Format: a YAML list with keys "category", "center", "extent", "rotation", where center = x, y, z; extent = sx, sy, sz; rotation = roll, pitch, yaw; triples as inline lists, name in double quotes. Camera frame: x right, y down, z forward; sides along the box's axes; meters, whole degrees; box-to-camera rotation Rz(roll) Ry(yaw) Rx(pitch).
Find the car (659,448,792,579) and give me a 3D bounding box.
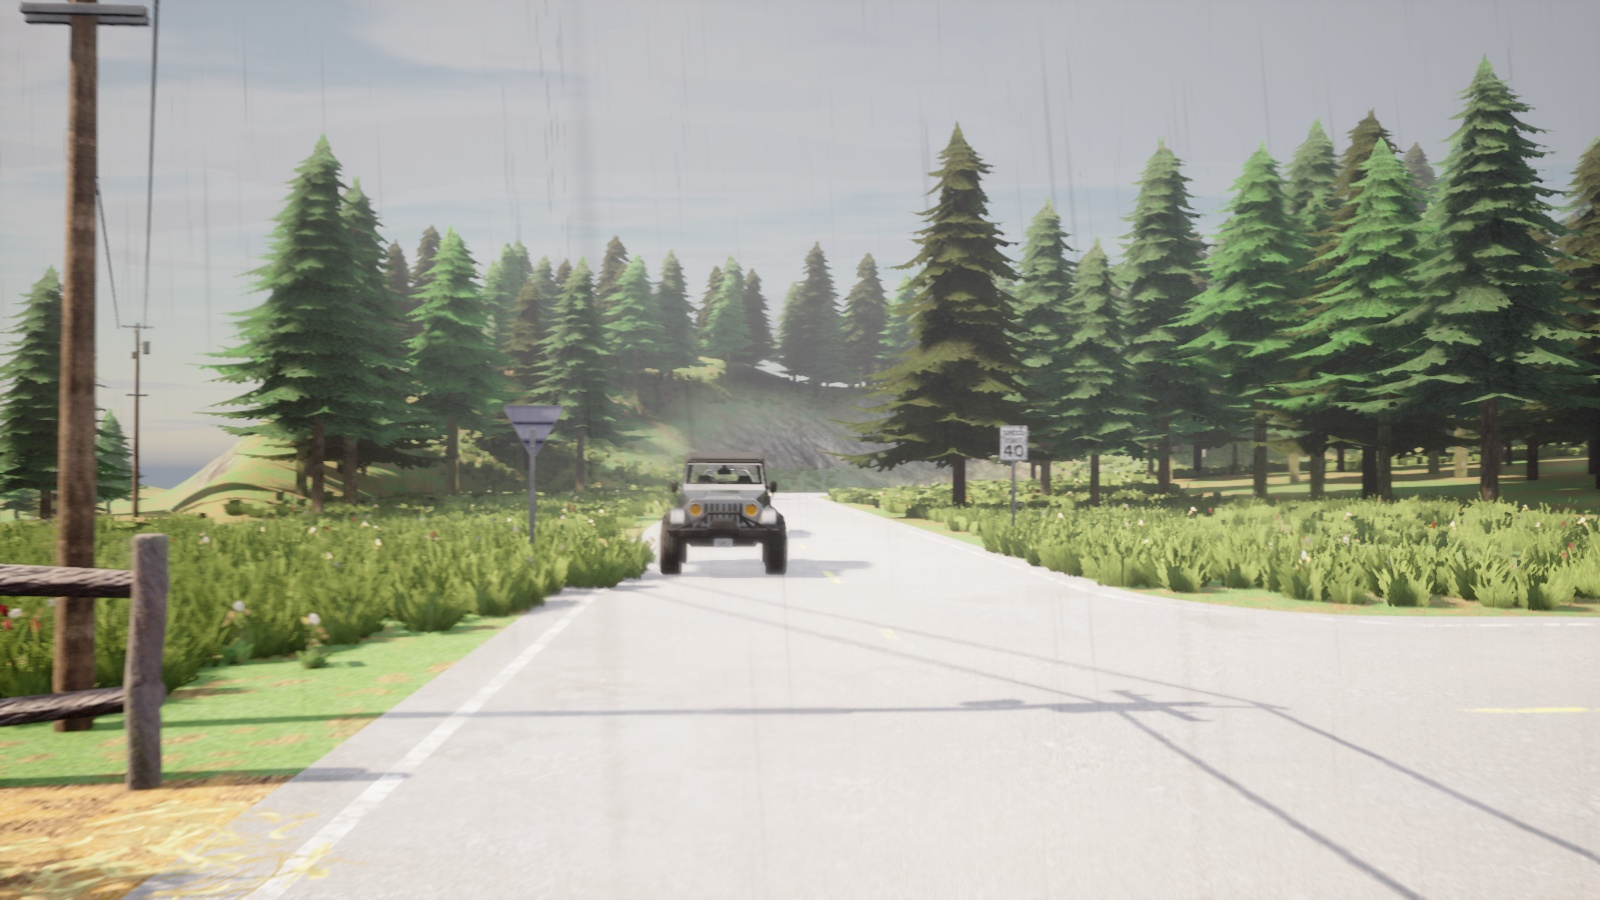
- category: "car"
  center: [-1.181, 0.953, 20.090]
  extent: [1.905, 1.878, 3.866]
  rotation: [0, -1, -3]
